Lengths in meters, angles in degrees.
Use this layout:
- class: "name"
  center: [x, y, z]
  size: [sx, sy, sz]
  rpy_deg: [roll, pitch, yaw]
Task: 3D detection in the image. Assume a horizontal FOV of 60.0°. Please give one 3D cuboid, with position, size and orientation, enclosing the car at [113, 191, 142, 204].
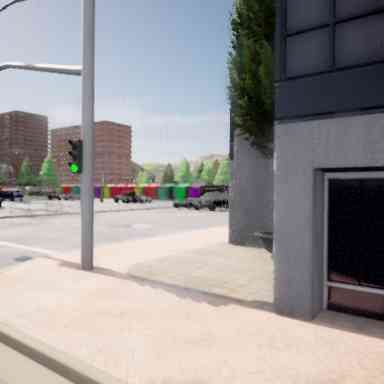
- class: "car"
  center: [-10.038, 0.771, 50.488]
  size: [3.866, 1.878, 1.905]
  rpy_deg: [1, 0, 35]

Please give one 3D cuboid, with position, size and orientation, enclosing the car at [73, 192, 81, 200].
- class: "car"
  center: [-22.629, 0.799, 62.918]
  size: [3.905, 1.438, 1.784]
  rpy_deg: [1, 0, 35]

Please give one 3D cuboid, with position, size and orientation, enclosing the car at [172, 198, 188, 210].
- class: "car"
  center: [-0.177, 1.366, 39.075]
  size: [1.895, 1.301, 4.718]
  rpy_deg: [1, 0, 37]

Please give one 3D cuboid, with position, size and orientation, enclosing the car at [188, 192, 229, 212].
- class: "car"
  center: [2.381, 1.022, 36.647]
  size: [2.150, 2.045, 5.566]
  rpy_deg: [1, 0, 37]

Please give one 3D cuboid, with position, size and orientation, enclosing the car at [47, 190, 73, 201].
- class: "car"
  center: [-24.352, 0.588, 60.589]
  size: [4.605, 1.855, 1.932]
  rpy_deg: [1, 0, 35]

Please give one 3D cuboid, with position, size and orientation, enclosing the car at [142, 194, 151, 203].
- class: "car"
  center: [-8.359, 1.010, 52.847]
  size: [3.806, 1.475, 1.970]
  rpy_deg: [1, 0, 35]

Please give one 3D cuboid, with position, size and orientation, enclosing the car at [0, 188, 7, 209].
- class: "car"
  center: [-21.340, 0.773, 34.447]
  size: [3.866, 1.878, 1.905]
  rpy_deg: [1, 0, 35]
